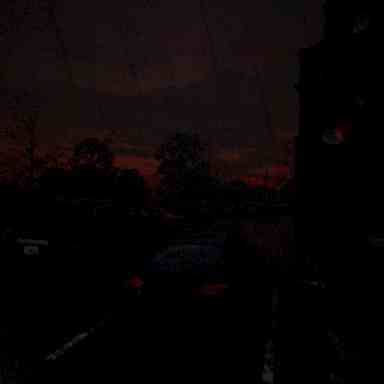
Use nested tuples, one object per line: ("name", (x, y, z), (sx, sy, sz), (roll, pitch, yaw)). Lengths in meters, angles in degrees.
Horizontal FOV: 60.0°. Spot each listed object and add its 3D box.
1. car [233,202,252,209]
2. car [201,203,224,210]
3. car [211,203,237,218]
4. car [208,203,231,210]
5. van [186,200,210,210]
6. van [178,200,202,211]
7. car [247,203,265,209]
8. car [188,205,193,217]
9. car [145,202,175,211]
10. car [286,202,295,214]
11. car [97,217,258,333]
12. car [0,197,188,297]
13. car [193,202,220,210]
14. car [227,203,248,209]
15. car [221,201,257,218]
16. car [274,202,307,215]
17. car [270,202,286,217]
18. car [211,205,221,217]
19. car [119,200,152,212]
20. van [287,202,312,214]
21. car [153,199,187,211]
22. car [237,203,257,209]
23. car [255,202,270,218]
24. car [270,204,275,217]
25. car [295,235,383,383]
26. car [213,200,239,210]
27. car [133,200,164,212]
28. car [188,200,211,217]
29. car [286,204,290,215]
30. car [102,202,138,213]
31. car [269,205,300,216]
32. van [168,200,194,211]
("car", (12.942, 3.382, 84.736), (4.553, 1.767, 2.185), (1, -1, 14))
("car", (4.512, 3.088, 72.473), (4.792, 1.488, 2.163), (0, -1, 15))
("car", (1.982, 2.345, 36.748), (5.008, 1.535, 2.097), (2, 0, 15))
("car", (6.256, 3.179, 74.916), (4.792, 1.488, 2.163), (1, -2, 15))
("van", (1.286, 2.655, 67.549), (4.442, 1.987, 1.878), (1, -2, 15))
("van", (-0.401, 2.566, 65.096), (4.442, 1.987, 1.878), (1, -2, 15))
("car", (17.768, 3.803, 92.165), (4.792, 1.488, 2.163), (1, -1, 13))
("car", (-3.014, 2.050, 29.265), (5.366, 1.575, 1.946), (2, -1, 15))
("car", (-5.581, 2.561, 57.767), (4.674, 1.452, 2.002), (1, -2, 15))
("car", (13.988, 2.727, 54.061), (5.566, 2.045, 2.435), (2, -1, 15))
("car", (0.276, 1.481, 6.735), (2.002, 1.452, 4.674), (1, 0, 15))
("car", (-2.131, 1.153, 8.477), (2.435, 2.045, 5.566), (1, 0, 15))
("car", (3.037, 2.968, 69.974), (5.366, 1.575, 1.946), (1, -2, 15))
("car", (11.258, 3.419, 82.277), (4.892, 1.521, 2.231), (1, -1, 14))
("car", (5.389, 2.400, 41.711), (4.553, 1.767, 2.185), (2, -1, 15))
("car", (17.397, 2.907, 59.005), (5.566, 2.045, 2.435), (2, -1, 15))
("car", (10.520, 2.544, 49.117), (5.566, 2.045, 2.435), (2, 0, 15))
("car", (0.251, 2.291, 34.267), (4.674, 1.452, 2.002), (2, 0, 15))
("car", (-8.985, 2.216, 52.880), (4.553, 1.767, 2.185), (1, -2, 15))
("van", (20.666, 3.107, 63.981), (4.442, 1.987, 1.878), (2, 0, 15))
("car", (-3.916, 2.359, 60.226), (5.566, 2.045, 2.435), (1, -1, 15))
("car", (14.562, 3.596, 87.203), (5.008, 1.535, 2.097), (1, -1, 14))
("car", (7.105, 2.364, 44.170), (5.566, 2.045, 2.435), (2, 0, 15))
("car", (8.803, 2.735, 46.643), (4.792, 1.488, 2.163), (2, 0, 15))
("car", (2.691, 1.480, 5.026), (2.231, 1.521, 4.892), (1, 0, 15))
("car", (7.887, 2.987, 77.382), (5.566, 2.045, 2.435), (1, -1, 14))
("car", (-7.237, 2.306, 55.306), (4.553, 1.767, 2.185), (1, -1, 15))
("car", (-1.431, 1.902, 31.795), (5.566, 2.045, 2.435), (2, -1, 15))
("car", (12.214, 2.915, 51.591), (4.792, 1.488, 2.163), (2, 0, 15))
("car", (-10.855, 2.269, 50.073), (4.792, 1.488, 2.163), (1, -2, 15))
("car", (15.657, 3.067, 56.530), (5.008, 1.535, 2.097), (2, 0, 15))
("van", (-2.087, 2.476, 62.643), (4.442, 1.987, 1.878), (1, -2, 15))
